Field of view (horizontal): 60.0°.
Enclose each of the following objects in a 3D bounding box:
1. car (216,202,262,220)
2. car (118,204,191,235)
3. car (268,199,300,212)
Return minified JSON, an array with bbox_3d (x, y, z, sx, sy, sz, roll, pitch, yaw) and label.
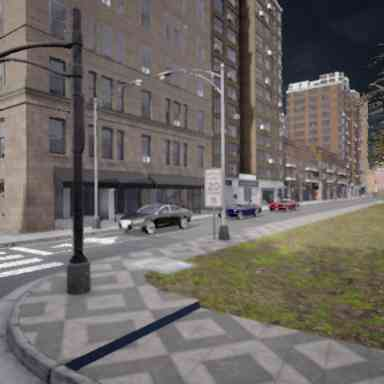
[{"bbox_3d":[3.865,1.468,26.956,1.895,1.301,4.718,-1,0,36],"label":"car"},{"bbox_3d":[-1.984,1.435,18.768,2.128,1.511,4.902,-1,0,35],"label":"car"},{"bbox_3d":[9.772,1.396,35.214,1.895,1.301,4.718,-1,0,36],"label":"car"}]
